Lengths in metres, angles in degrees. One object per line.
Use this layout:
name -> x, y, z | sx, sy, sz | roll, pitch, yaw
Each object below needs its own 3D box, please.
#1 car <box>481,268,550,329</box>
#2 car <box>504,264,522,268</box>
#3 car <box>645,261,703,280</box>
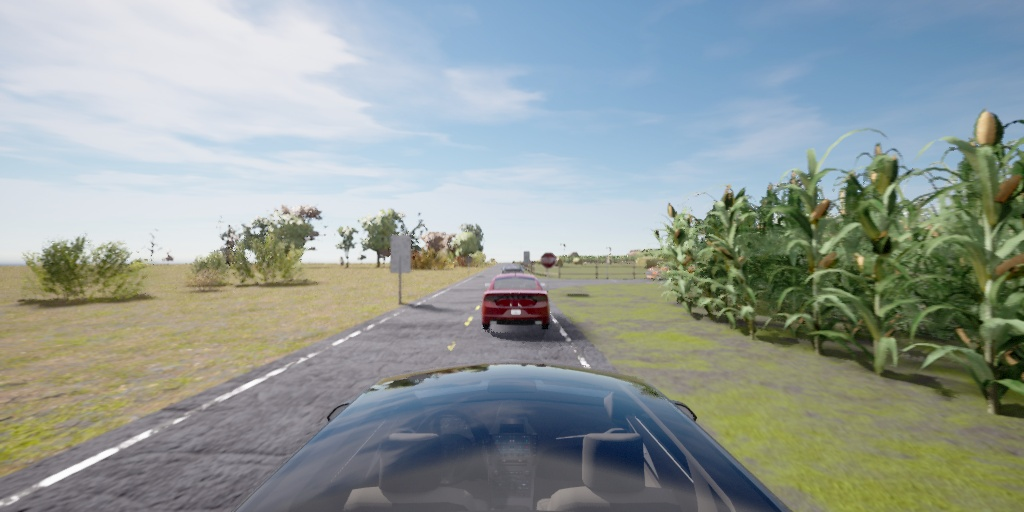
car -> 0.102, 1.306, 11.627 | 1.882, 1.535, 5.008 | 0, -1, 0
car -> 0.079, 1.434, 29.965 | 2.128, 1.511, 4.902 | 0, -1, 0
car -> 14.232, 1.216, 31.688 | 4.553, 1.767, 2.097 | -1, -1, -1
